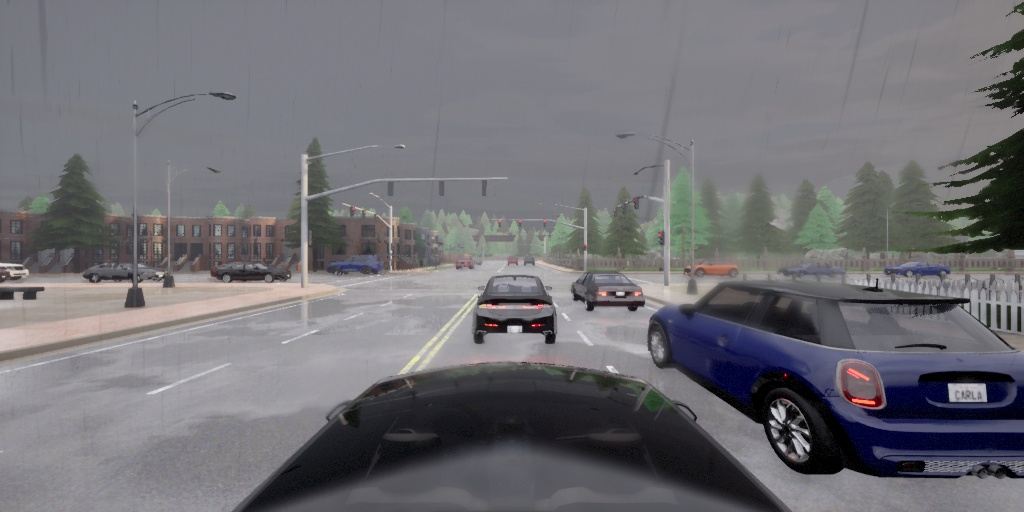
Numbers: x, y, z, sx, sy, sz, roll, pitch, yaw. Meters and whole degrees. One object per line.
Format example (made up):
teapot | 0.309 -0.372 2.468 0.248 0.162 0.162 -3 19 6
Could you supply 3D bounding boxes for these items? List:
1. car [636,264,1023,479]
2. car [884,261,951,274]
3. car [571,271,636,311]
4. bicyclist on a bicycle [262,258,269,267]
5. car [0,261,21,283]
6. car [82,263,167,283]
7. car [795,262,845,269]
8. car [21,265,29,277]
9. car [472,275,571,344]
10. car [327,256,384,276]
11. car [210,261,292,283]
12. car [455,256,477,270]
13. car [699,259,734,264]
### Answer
car | 3.608 1.102 4.963 2.097 1.767 4.553 0 0 0
car | 38.177 1.228 33.894 5.008 1.535 1.882 0 0 0
car | 3.610 1.297 14.380 2.033 1.411 5.357 0 0 1
bicyclist on a bicycle | -28.735 1.053 41.685 0.582 1.620 1.656 0 0 -1
car | -39.168 1.228 25.243 5.008 1.535 1.882 0 0 -18
car | -28.998 1.242 26.961 4.902 1.511 2.128 0 0 -4
car | 28.300 1.297 33.929 5.357 1.411 2.033 0 0 1
car | -42.171 0.971 27.913 5.566 2.045 2.150 0 0 -21
car | 0.079 1.242 9.555 2.128 1.511 4.902 0 0 1
car | -16.286 0.971 37.533 5.566 2.045 2.150 0 0 3
car | -19.502 1.228 27.231 5.008 1.535 1.882 0 0 -1
car | -6.980 0.972 53.345 2.150 2.045 5.566 0 0 0
car | 18.775 1.102 33.963 4.553 1.767 2.097 0 0 0
